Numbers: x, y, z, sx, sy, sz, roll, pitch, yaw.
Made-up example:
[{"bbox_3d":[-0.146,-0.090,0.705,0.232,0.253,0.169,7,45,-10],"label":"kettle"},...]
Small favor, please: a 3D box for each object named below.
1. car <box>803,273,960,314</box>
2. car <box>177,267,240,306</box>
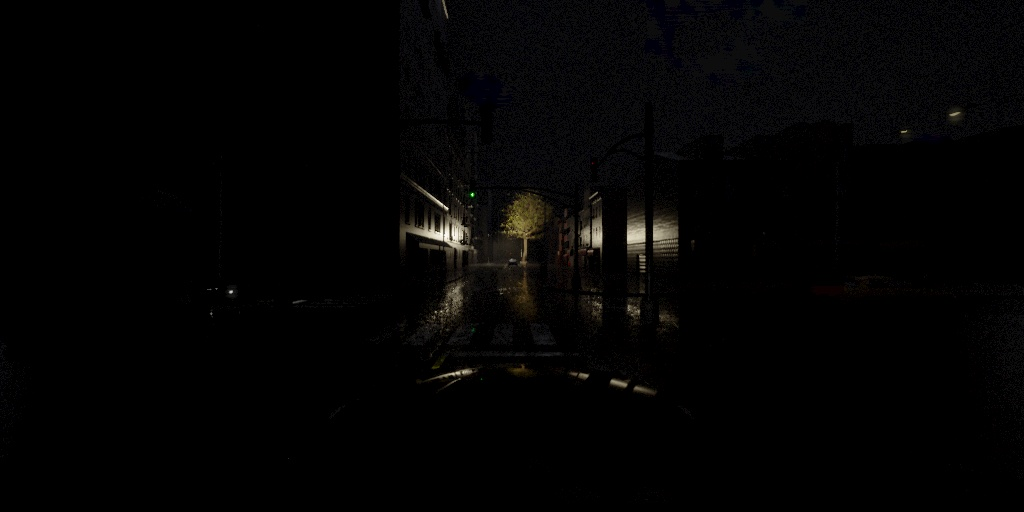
[{"bbox_3d":[13.897,1.357,13.607,4.829,1.417,1.751,0,0,0],"label":"car"},{"bbox_3d":[-13.765,1.190,14.479,4.892,1.490,1.837,0,0,0],"label":"car"}]
